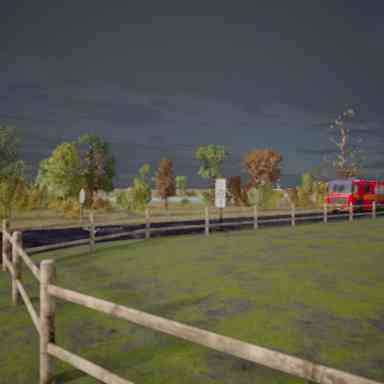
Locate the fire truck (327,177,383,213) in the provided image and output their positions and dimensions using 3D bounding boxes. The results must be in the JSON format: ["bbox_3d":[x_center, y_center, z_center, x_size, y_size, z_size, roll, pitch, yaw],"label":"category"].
[{"bbox_3d":[18.693,0.329,37.284,8.468,3.827,2.891,0,1,-36],"label":"fire truck"}]
